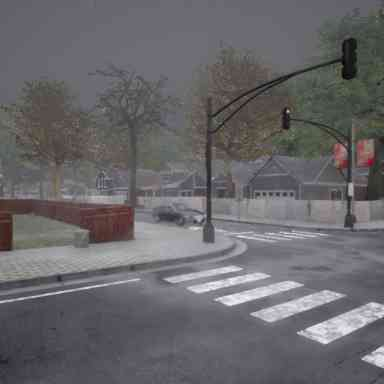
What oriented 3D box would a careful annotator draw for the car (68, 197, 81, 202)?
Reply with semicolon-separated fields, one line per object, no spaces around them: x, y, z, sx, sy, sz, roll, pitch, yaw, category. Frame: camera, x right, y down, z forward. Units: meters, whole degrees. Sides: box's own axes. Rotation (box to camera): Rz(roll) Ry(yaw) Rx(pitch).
-16.569;1.654;49.678;1.994;1.385;4.181;0;0;-35;car

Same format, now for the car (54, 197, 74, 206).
-22.218;1.601;57.493;2.128;1.511;4.902;0;0;-36;car

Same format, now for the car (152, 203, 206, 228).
-0.955;1.514;22.782;2.128;1.511;4.902;0;0;-35;car

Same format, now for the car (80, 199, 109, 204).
-10.007;1.571;35.470;1.812;1.442;4.674;0;0;-35;car

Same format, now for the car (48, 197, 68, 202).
-20.795;1.568;50.762;1.882;1.535;5.008;0;-1;-35;car
